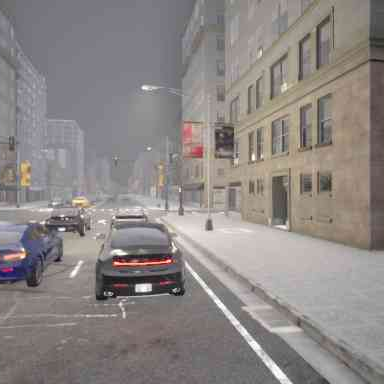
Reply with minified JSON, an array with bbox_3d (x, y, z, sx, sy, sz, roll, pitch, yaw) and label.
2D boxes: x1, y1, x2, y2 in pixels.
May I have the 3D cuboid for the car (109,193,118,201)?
[{"bbox_3d":[-21.032,1.247,89.202,2.150,2.045,5.566,0,0,-11],"label":"car"}]

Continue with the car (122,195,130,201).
[{"bbox_3d":[-17.840,1.499,89.814,1.882,1.535,5.008,0,0,-11],"label":"car"}]

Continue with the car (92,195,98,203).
[{"bbox_3d":[-18.132,1.373,58.036,2.097,1.767,4.553,0,0,-12],"label":"car"}]

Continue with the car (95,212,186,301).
[{"bbox_3d":[-1.360,1.506,8.456,1.837,1.490,4.892,0,0,-11],"label":"car"}]

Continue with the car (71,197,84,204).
[{"bbox_3d":[-23.311,1.617,67.588,1.895,1.301,4.718,0,0,-11],"label":"car"}]

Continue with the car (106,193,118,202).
[{"bbox_3d":[-18.033,1.522,74.321,1.837,1.490,4.892,0,0,-11],"label":"car"}]

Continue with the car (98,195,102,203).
[{"bbox_3d":[-20.008,1.575,67.647,1.994,1.385,4.181,0,0,-11],"label":"car"}]

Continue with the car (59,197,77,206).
[{"bbox_3d":[-21.393,1.568,57.745,2.033,1.411,5.357,0,0,-11],"label":"car"}]

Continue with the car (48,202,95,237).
[{"bbox_3d":[-6.591,1.509,17.988,1.837,1.490,4.892,0,0,-11],"label":"car"}]

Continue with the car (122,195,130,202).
[{"bbox_3d":[-15.869,1.617,80.018,1.895,1.301,4.718,0,0,-11],"label":"car"}]

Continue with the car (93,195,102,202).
[{"bbox_3d":[-21.999,1.497,77.532,1.837,1.490,4.892,0,0,-11],"label":"car"}]

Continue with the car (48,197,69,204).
[{"bbox_3d":[-19.546,1.510,48.175,2.128,1.511,4.902,0,0,-14],"label":"car"}]

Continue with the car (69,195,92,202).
[{"bbox_3d":[-16.335,1.496,48.949,1.882,1.535,5.008,0,0,-11],"label":"car"}]

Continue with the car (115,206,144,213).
[{"bbox_3d":[-3.297,1.495,17.579,2.128,1.511,4.902,0,0,-11],"label":"car"}]

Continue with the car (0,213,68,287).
[{"bbox_3d":[-4.784,1.527,9.020,1.812,1.442,4.674,0,0,-11],"label":"car"}]
